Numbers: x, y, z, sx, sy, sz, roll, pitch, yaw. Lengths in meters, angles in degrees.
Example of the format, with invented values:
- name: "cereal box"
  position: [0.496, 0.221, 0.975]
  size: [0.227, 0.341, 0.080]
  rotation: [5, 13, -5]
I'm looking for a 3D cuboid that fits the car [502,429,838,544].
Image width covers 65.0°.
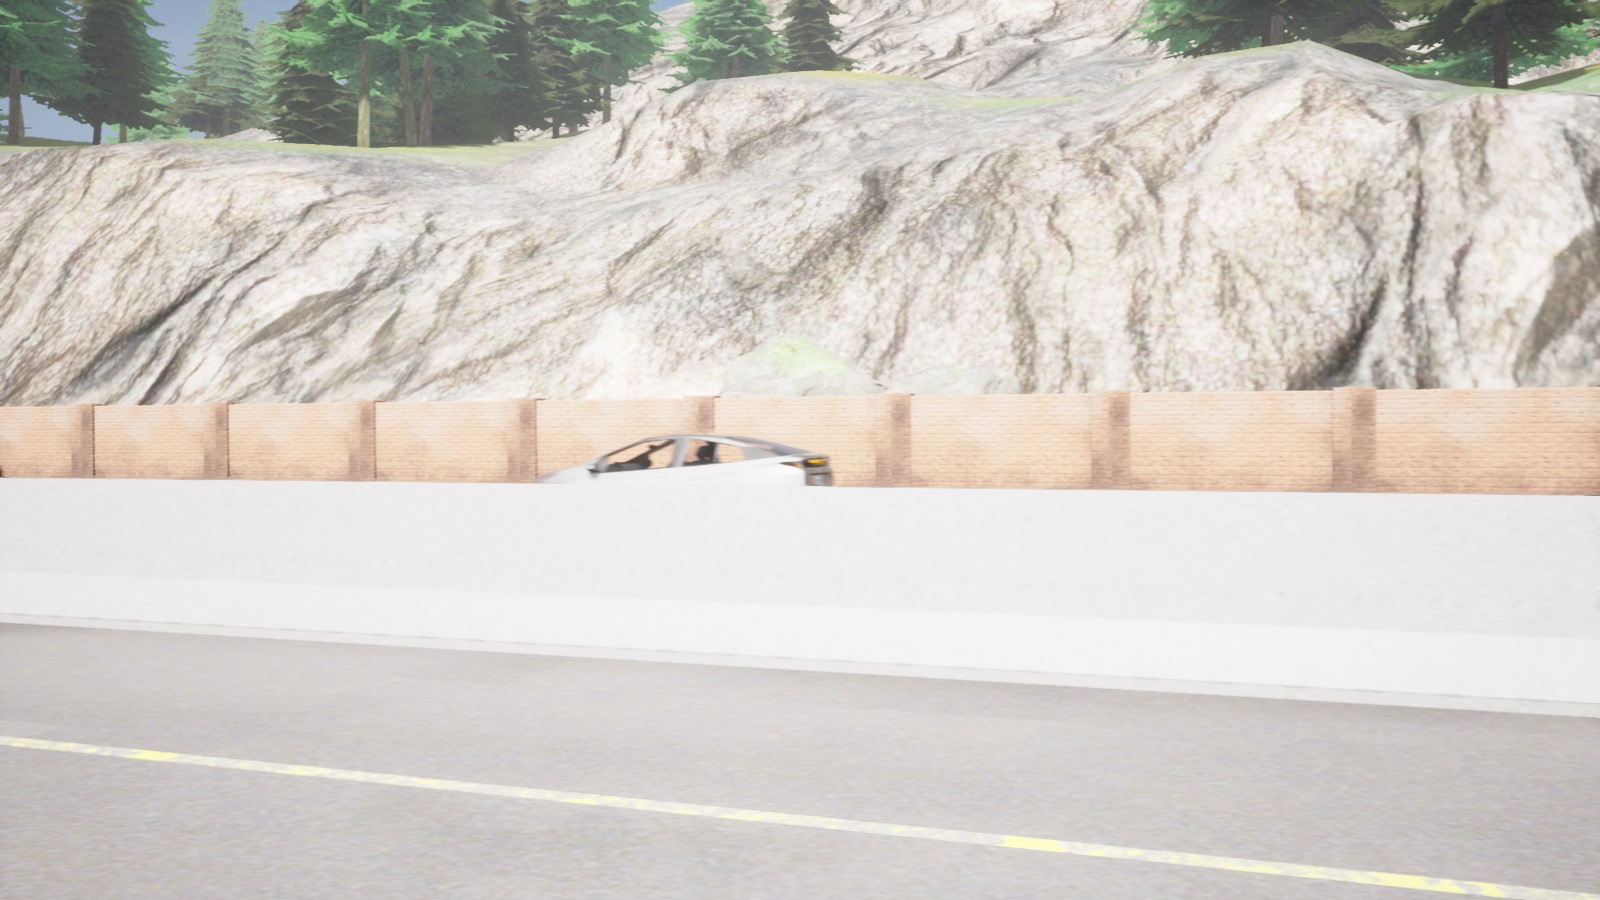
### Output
- name: "car"
  position: [-1.887, 0.468, 18.582]
  size: [4.514, 1.525, 2.007]
  rotation: [1, 1, 18]
